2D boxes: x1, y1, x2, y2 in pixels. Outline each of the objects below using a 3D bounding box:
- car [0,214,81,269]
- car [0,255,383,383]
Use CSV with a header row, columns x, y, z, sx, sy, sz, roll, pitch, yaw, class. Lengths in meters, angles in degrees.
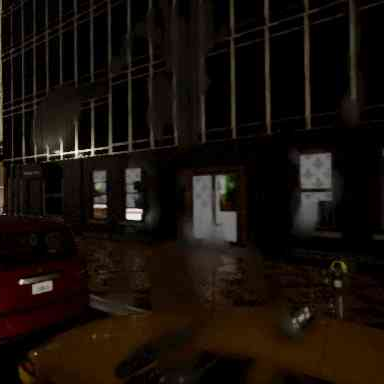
x,y,z,sx,sy,sz,roll,pitch,yaw,class
-3.856,1.296,5.647,5.009,1.841,2.192,0,-1,36,car
0.519,1.523,2.522,4.829,1.417,1.752,0,-1,36,car
